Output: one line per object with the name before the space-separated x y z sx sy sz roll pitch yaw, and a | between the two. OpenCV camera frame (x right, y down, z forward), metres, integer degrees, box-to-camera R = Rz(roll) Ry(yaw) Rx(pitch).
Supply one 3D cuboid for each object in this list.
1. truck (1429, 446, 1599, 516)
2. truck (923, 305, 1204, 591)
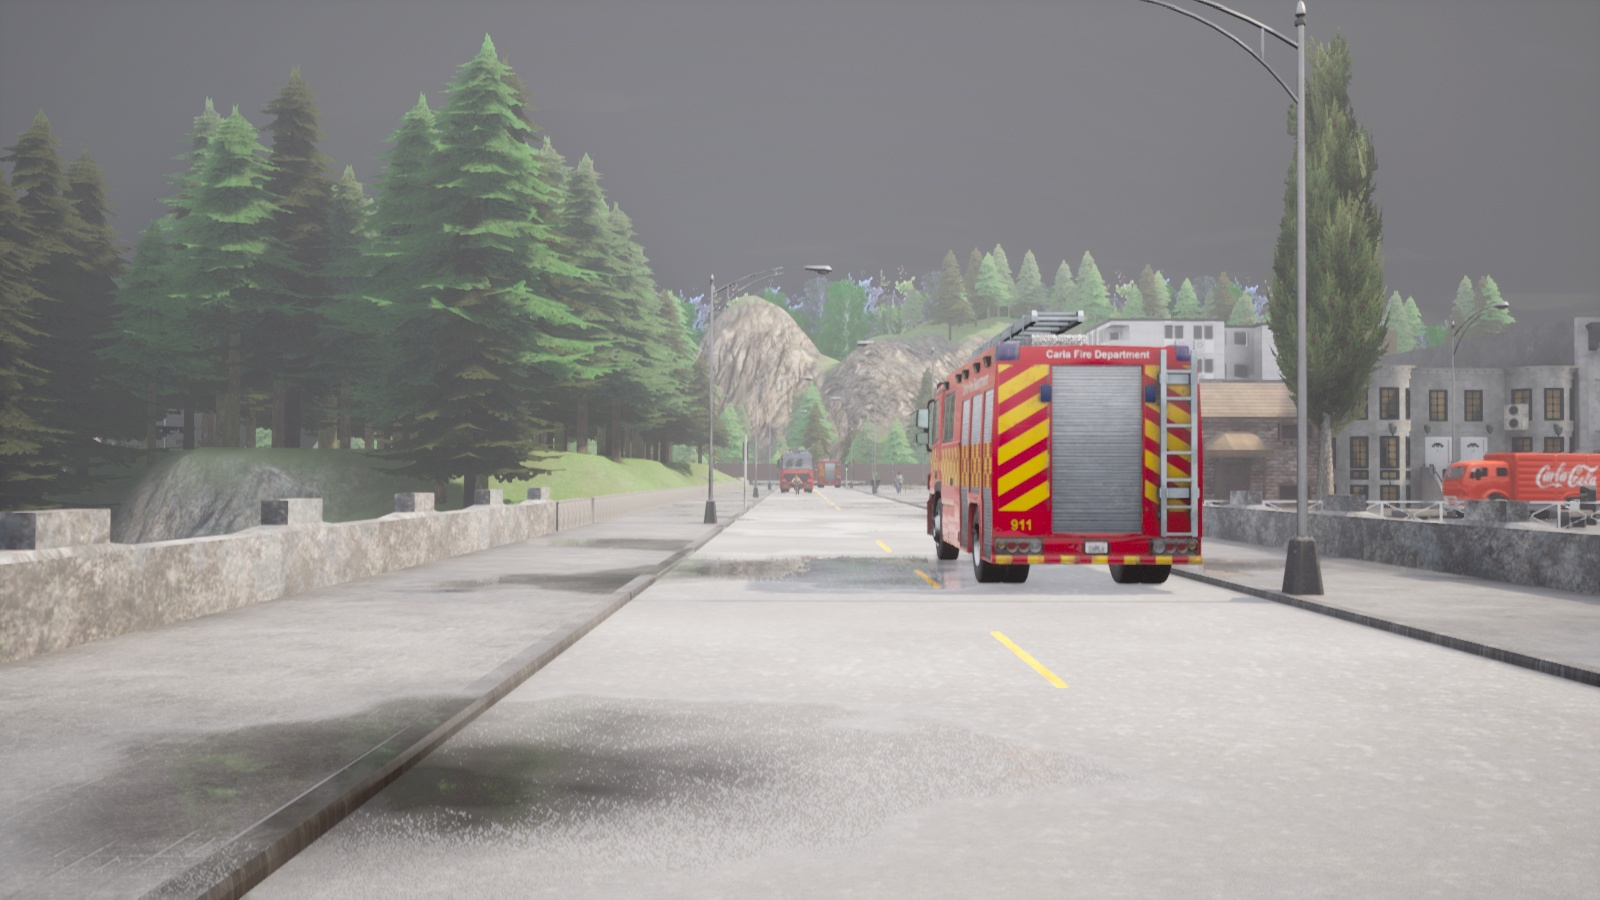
truck | 26.214 1.116 45.784 5.204 2.467 2.627 0 -1 0
truck | 3.942 0.048 21.064 2.891 3.827 8.468 0 -1 0
